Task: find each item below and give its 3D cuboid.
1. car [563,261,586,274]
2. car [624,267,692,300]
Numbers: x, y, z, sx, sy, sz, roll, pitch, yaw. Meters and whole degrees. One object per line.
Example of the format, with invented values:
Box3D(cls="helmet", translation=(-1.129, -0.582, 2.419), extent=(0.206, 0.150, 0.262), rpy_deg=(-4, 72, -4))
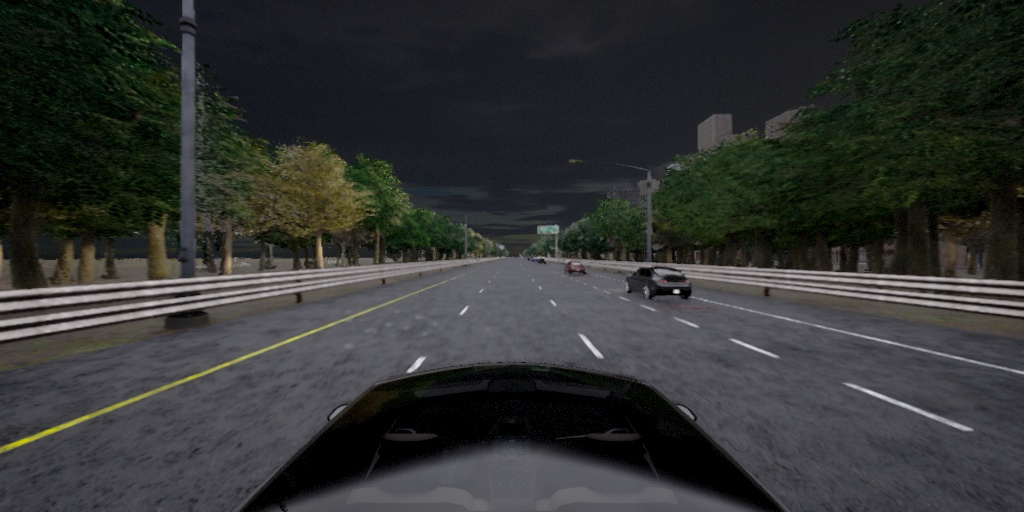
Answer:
Box3D(cls="car", translation=(7.055, 1.299, 40.610), extent=(1.812, 1.442, 4.674), rpy_deg=(0, 0, 0))
Box3D(cls="car", translation=(7.004, 1.267, 17.684), extent=(1.837, 1.490, 4.892), rpy_deg=(0, 0, 0))
